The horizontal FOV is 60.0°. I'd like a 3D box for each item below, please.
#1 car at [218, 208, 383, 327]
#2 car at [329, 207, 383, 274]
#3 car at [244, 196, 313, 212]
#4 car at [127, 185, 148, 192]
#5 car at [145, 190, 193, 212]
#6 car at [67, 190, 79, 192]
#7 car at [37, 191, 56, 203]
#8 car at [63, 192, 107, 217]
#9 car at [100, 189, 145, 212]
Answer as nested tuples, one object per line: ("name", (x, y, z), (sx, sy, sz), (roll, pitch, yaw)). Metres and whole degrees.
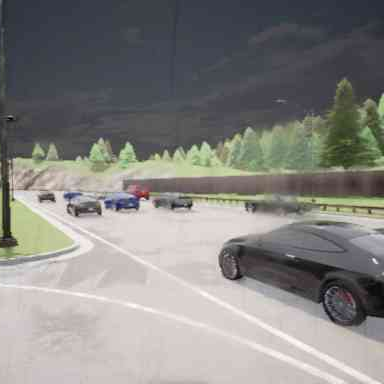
("car", (2.380, 1.292, 6.629), (1.812, 1.442, 4.674), (-2, 2, -30))
("car", (6.000, 1.231, 7.356), (2.033, 1.411, 5.357), (-2, 2, -30))
("car", (5.559, 0.888, 22.108), (1.895, 1.301, 4.718), (-2, 2, -30))
("car", (-7.577, 0.113, 44.815), (2.150, 2.045, 5.566), (-2, 2, -30))
("car", (-1.714, 0.751, 27.694), (2.128, 1.511, 4.902), (-2, 2, -30))
("car", (-16.875, 0.471, 46.932), (1.882, 1.535, 5.008), (-2, 2, -30))
("car", (-19.473, 0.612, 44.438), (1.837, 1.490, 4.892), (-2, 2, -30))
("car", (-8.030, 0.978, 24.642), (1.812, 1.442, 4.674), (-2, 2, -30))
("car", (-6.049, 0.798, 28.200), (1.882, 1.535, 5.008), (-2, 2, -30))
